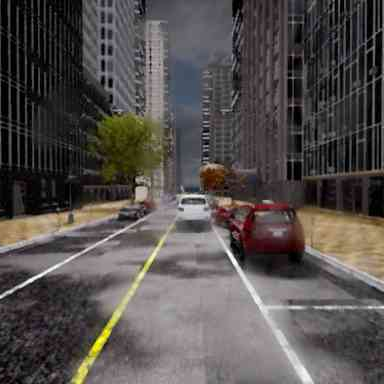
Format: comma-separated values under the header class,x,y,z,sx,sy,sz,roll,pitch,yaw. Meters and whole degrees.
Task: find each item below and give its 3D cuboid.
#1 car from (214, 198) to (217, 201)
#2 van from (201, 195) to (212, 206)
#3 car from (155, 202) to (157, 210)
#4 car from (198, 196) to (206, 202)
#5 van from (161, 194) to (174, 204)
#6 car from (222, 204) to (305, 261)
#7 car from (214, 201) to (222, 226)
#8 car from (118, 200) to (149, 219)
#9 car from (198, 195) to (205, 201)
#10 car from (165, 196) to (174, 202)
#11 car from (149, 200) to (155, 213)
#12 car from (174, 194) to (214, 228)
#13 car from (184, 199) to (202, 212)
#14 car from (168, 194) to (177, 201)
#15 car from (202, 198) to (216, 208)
class,x,y,z,sx,sy,sz,roll,pitch,yaw
car,2.556,1.520,46.166,1.967,1.590,4.097,-1,0,0
van,2.556,1.441,57.463,1.690,1.788,3.998,-1,0,0
car,-5.323,1.615,40.485,1.887,1.381,4.507,-1,0,0
car,2.561,1.702,85.707,2.008,1.369,4.403,-1,0,0
van,-5.323,1.462,68.729,1.690,1.788,3.998,-1,0,0
car,2.551,1.336,12.273,2.192,1.841,5.009,-1,0,0
car,2.556,1.585,23.570,1.887,1.381,4.507,-1,0,0
car,-5.324,1.601,29.188,2.008,1.369,4.403,-1,0,0
car,2.561,1.686,91.526,1.752,1.417,4.829,-1,0,0
car,-5.319,1.707,80.027,1.947,1.339,4.313,-1,0,0
car,-5.323,1.642,34.837,1.802,1.307,4.206,-1,0,0
car,0.104,1.257,22.952,2.150,2.045,5.566,0,-1,0
car,0.103,1.618,41.147,2.033,1.411,5.357,0,0,0
car,-5.322,1.476,91.325,2.192,1.841,5.009,-1,0,0
car,2.558,1.635,51.814,1.887,1.381,4.507,-1,0,0
